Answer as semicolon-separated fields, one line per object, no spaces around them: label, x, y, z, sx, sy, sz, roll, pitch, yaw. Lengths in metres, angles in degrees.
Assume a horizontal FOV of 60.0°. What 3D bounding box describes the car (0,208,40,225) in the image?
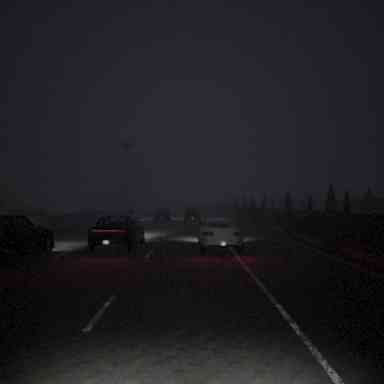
car;-17.587;2.428;33.654;2.128;1.511;4.902;0;-2;0

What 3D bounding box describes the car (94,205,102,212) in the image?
car;-21.162;3.723;74.829;1.837;1.490;4.892;1;-2;-16

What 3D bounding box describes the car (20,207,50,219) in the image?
car;-21.095;2.808;44.953;1.837;1.490;4.892;0;-1;0

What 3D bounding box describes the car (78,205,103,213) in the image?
car;-14.082;2.872;45.579;2.033;1.411;5.357;0;-2;0

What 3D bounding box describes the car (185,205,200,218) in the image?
car;0.006;2.788;49.028;2.097;1.767;4.553;0;-2;-2

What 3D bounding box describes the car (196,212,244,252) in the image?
car;1.228;1.867;15.347;1.812;1.442;4.674;0;-2;0

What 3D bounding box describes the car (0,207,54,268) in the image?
car;-6.898;1.593;12.271;2.097;1.767;4.553;0;-2;0

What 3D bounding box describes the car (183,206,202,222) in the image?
car;0.049;2.586;38.071;1.837;1.490;4.892;0;-2;1

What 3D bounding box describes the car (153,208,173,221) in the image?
car;-3.393;2.604;39.054;2.128;1.511;4.902;0;-2;0

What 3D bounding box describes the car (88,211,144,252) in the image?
car;-3.397;1.840;15.566;2.128;1.511;4.902;0;-2;0
